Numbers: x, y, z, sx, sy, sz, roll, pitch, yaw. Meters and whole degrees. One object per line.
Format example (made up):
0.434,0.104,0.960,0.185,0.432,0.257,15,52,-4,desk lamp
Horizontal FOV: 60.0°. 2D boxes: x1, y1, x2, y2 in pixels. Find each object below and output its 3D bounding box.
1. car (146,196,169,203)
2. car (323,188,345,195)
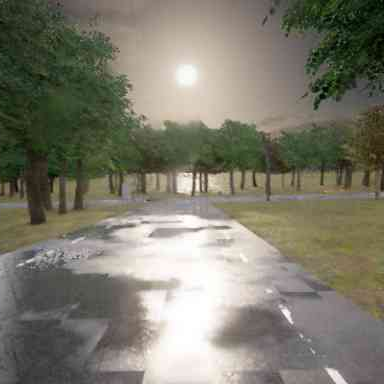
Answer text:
-7.433,1.613,72.101,4.718,1.301,1.895,-2,3,-1,car
33.725,-0.077,79.160,5.008,1.535,1.882,-2,3,0,car
